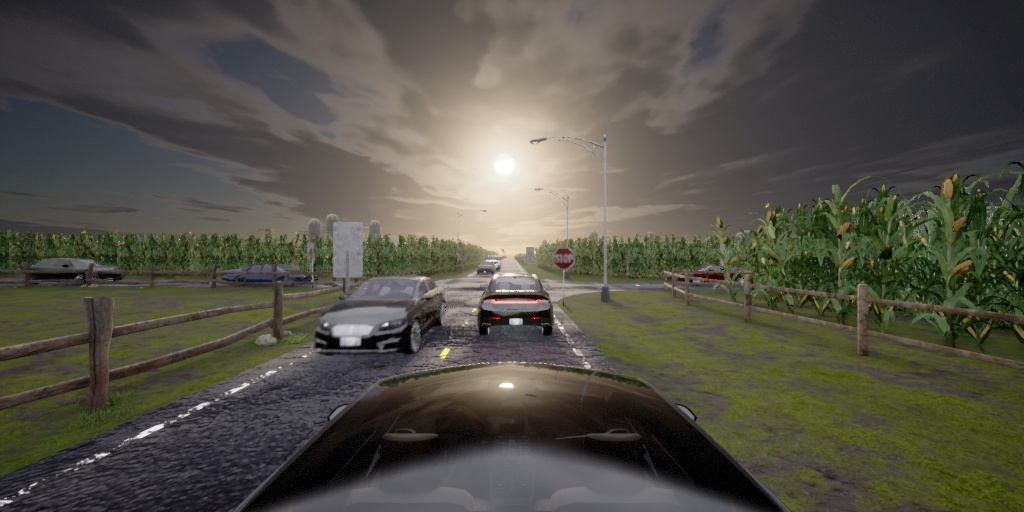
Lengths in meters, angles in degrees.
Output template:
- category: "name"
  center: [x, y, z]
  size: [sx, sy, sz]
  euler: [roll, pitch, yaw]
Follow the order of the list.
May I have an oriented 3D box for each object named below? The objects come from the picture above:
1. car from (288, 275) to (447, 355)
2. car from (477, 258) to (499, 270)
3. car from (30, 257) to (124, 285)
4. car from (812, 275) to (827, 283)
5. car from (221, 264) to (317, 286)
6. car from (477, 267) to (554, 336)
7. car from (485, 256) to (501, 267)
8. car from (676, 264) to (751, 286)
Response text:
- category: "car"
  center: [-2.845, 1.242, 8.765]
  size: [2.128, 1.511, 4.902]
  euler: [0, 0, 0]
- category: "car"
  center: [-2.898, 1.287, 40.853]
  size: [2.033, 1.411, 5.357]
  euler: [0, 0, 0]
- category: "car"
  center: [-28.318, 0.934, 23.383]
  size: [4.553, 1.767, 2.097]
  euler: [0, -1, 1]
- category: "car"
  center: [24.187, 1.439, 25.874]
  size: [4.892, 1.490, 1.837]
  euler: [0, -1, 0]
- category: "car"
  center: [-15.629, 1.198, 23.299]
  size: [5.357, 1.411, 2.033]
  euler: [0, -1, -1]
- category: "car"
  center: [0.088, 1.242, 10.384]
  size: [2.128, 1.511, 4.902]
  euler: [0, 0, 0]
- category: "car"
  center: [-2.896, 0.955, 51.266]
  size: [2.150, 2.045, 5.566]
  euler: [0, 0, 1]
- category: "car"
  center: [14.433, 1.344, 25.961]
  size: [5.008, 1.535, 1.882]
  euler: [1, -1, 0]
